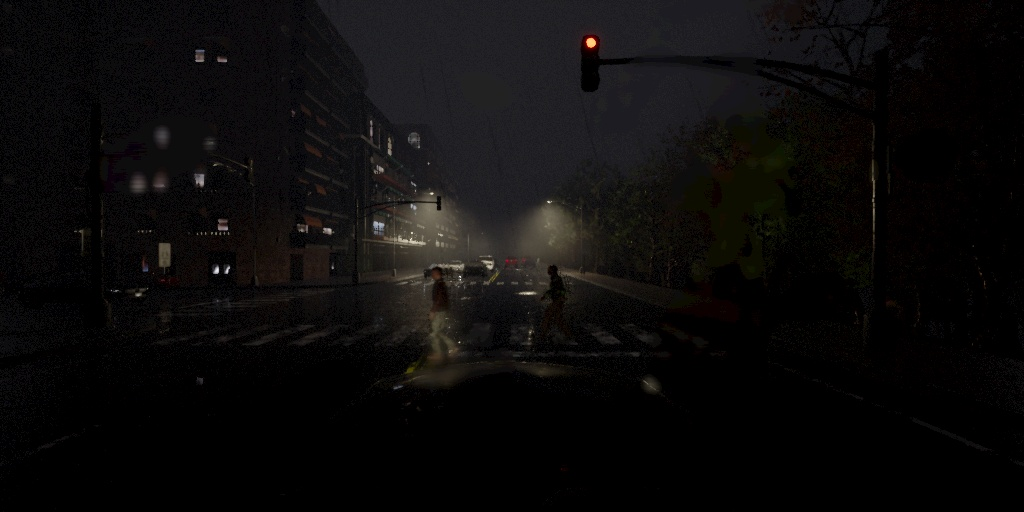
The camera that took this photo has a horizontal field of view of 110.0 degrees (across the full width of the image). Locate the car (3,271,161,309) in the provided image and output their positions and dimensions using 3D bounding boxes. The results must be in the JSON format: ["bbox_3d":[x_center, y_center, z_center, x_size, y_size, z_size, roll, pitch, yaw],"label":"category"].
[{"bbox_3d":[-19.089,1.497,16.081,4.674,1.442,1.812,-1,0,0],"label":"car"}]

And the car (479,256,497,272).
[{"bbox_3d":[-3.433,0.972,46.329,2.150,2.045,5.566,0,1,0],"label":"car"}]

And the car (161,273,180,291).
[{"bbox_3d":[-22.820,1.593,21.936,4.207,1.307,1.802,0,0,-1],"label":"car"}]

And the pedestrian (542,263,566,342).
[{"bbox_3d":[0.951,1.044,8.155,0.375,1.860,0.375,0,0,0],"label":"pedestrian"}]

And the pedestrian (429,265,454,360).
[{"bbox_3d":[-1.375,1.044,6.855,0.375,1.860,0.375,0,0,0],"label":"pedestrian"}]

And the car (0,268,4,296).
[{"bbox_3d":[-22.681,1.335,13.289,5.009,1.841,2.192,0,0,-1],"label":"car"}]

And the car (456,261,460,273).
[{"bbox_3d":[-6.676,1.281,42.403,1.812,1.442,4.674,0,0,0],"label":"car"}]

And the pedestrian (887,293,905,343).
[{"bbox_3d":[8.020,1.271,7.569,0.500,1.100,0.500,0,0,0],"label":"pedestrian"}]

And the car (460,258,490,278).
[{"bbox_3d":[-3.410,1.230,34.225,1.882,1.535,5.008,0,0,0],"label":"car"}]

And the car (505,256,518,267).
[{"bbox_3d":[-0.122,0.988,64.381,2.150,2.045,5.566,0,0,0],"label":"car"}]

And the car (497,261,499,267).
[{"bbox_3d":[-3.413,1.273,64.749,1.837,1.490,4.892,0,0,0],"label":"car"}]

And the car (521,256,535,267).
[{"bbox_3d":[3.128,1.244,64.358,1.882,1.535,5.008,0,0,0],"label":"car"}]

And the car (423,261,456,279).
[{"bbox_3d":[-6.664,1.353,32.706,1.895,1.301,4.718,0,0,0],"label":"car"}]
